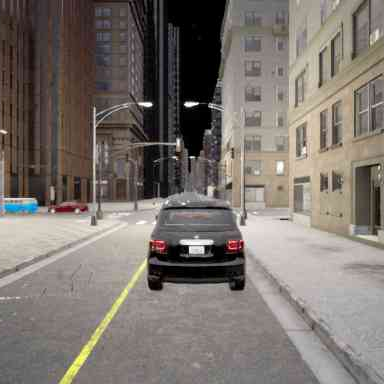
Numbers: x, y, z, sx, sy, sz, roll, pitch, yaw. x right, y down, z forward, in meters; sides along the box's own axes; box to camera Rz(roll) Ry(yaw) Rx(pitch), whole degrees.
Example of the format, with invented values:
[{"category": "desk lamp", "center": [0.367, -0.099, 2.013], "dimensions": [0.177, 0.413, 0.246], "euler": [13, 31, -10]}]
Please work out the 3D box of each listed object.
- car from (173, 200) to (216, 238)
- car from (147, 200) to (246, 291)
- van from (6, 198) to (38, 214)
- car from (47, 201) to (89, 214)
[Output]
[{"category": "car", "center": [0.121, 1.356, 18.618], "dimensions": [2.097, 1.767, 4.553], "euler": [0, 0, 0]}, {"category": "car", "center": [0.113, 1.223, 9.169], "dimensions": [2.150, 2.045, 5.566], "euler": [0, 0, 0]}, {"category": "van", "center": [-19.553, 1.588, 37.536], "dimensions": [3.998, 1.788, 1.690], "euler": [-1, 0, 0]}, {"category": "car", "center": [-13.926, 1.724, 37.508], "dimensions": [4.507, 1.381, 1.887], "euler": [-1, 0, 0]}]
